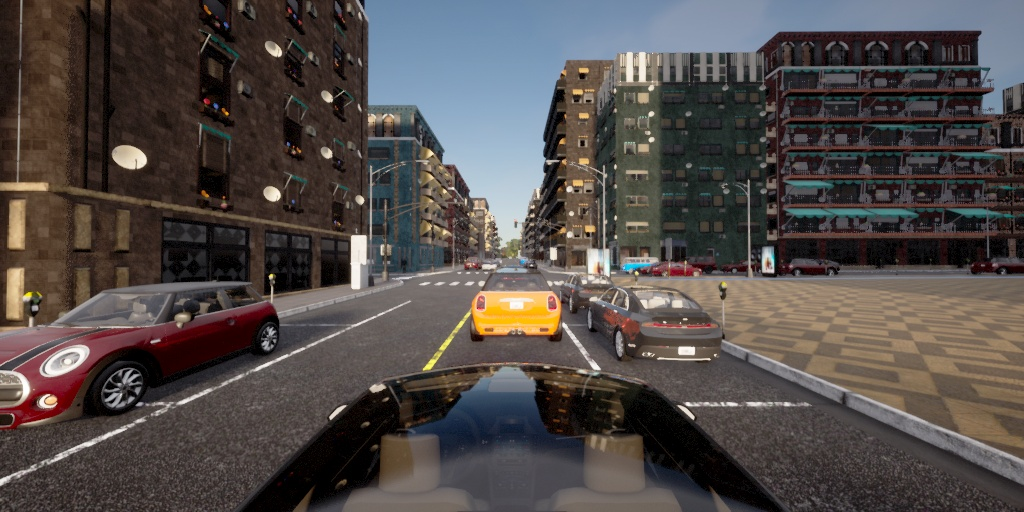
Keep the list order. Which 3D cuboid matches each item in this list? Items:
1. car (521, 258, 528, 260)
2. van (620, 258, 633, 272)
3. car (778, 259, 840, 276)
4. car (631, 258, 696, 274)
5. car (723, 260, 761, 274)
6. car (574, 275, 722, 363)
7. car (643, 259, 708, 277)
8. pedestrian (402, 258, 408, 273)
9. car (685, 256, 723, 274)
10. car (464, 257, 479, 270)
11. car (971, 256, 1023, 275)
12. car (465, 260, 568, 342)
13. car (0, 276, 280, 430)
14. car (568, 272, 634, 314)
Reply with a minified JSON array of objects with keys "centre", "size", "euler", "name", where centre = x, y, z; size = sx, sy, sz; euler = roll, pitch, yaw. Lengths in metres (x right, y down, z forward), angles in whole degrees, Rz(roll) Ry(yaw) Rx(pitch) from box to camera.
[{"centre":[2.701,1.333,51.747],"size":[1.948,1.339,4.313],"euler":[0,0,0],"name":"car"},{"centre":[13.778,1.044,38.559],"size":[3.998,1.789,1.690],"euler":[0,0,0],"name":"van"},{"centre":[24.769,0.934,30.097],"size":[4.097,1.591,1.967],"euler":[0,0,0],"name":"car"},{"centre":[15.218,1.202,35.971],"size":[5.357,1.411,2.033],"euler":[0,-1,0],"name":"car"},{"centre":[24.833,1.164,38.477],"size":[4.507,1.381,1.888],"euler":[0,0,0],"name":"car"},{"centre":[2.822,1.302,7.985],"size":[2.007,1.370,4.403],"euler":[0,0,0],"name":"car"},{"centre":[13.714,1.162,30.179],"size":[4.207,1.307,1.802],"euler":[0,0,0],"name":"car"},{"centre":[-12.521,1.096,41.715],"size":[0.375,1.860,0.375],"euler":[0,0,0],"name":"pedestrian"},{"centre":[19.305,0.976,38.518],"size":[5.009,1.841,2.192],"euler":[0,0,0],"name":"car"},{"centre":[-5.679,1.082,51.789],"size":[2.192,1.841,5.009],"euler":[0,0,0],"name":"car"},{"centre":[41.350,0.810,29.975],"size":[4.097,1.591,1.967],"euler":[0,0,0],"name":"car"},{"centre":[0.099,1.104,9.965],"size":[2.097,1.767,4.553],"euler":[0,0,0],"name":"car"},{"centre":[-5.819,1.191,5.751],"size":[1.967,1.591,4.097],"euler":[0,0,0],"name":"car"},{"centre":[2.823,1.304,13.555],"size":[2.007,1.370,4.403],"euler":[0,0,0],"name":"car"}]
